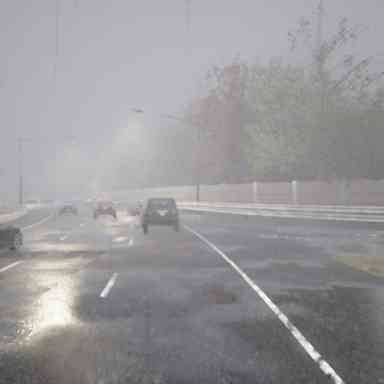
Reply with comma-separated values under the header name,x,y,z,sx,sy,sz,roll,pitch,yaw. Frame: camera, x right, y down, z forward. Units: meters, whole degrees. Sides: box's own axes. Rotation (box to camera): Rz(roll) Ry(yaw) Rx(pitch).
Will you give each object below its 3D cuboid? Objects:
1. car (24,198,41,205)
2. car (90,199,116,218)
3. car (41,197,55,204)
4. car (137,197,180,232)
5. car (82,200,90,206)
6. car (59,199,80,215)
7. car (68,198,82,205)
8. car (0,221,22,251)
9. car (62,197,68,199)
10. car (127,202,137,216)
name,x,y,z,sx,sy,sz,roll,pitch,yaw
car,-34.898,1.966,71.769,1.812,1.442,4.674,0,0,-45
car,-8.805,1.576,33.347,2.097,1.767,4.553,0,0,-18
car,-32.303,1.929,74.117,1.837,1.490,4.892,0,0,-45
car,-2.141,1.333,21.222,2.150,2.045,5.566,0,0,-11
car,-18.219,1.994,61.455,1.994,1.385,4.181,0,0,-34
car,-14.216,1.820,38.218,1.812,1.442,4.674,0,0,-21
car,-24.340,2.079,70.637,1.994,1.385,4.181,0,0,-33
car,-7.741,1.613,11.767,2.128,1.511,4.902,0,0,-6
car,-27.826,1.992,76.217,1.895,1.301,4.718,0,0,-29
car,-5.636,1.766,34.873,1.994,1.385,4.181,0,0,-18
